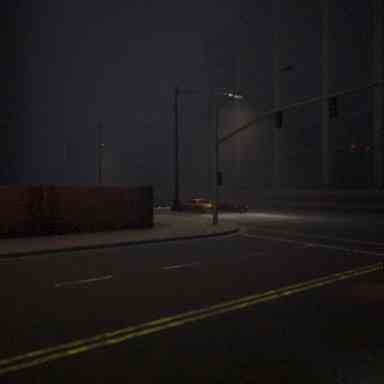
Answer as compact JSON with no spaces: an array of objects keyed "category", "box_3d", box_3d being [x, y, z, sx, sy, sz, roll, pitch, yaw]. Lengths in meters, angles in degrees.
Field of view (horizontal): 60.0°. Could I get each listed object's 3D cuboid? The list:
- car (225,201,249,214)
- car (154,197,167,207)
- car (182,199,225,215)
[{"category":"car","box_3d":[3.938,1.586,36.196,1.895,1.301,4.718,0,0,-35]},{"category":"car","box_3d":[-5.619,1.486,49.857,1.837,1.490,4.892,0,1,-35]},{"category":"car","box_3d":[0.831,1.465,34.530,1.882,1.535,5.008,0,0,-35]}]
